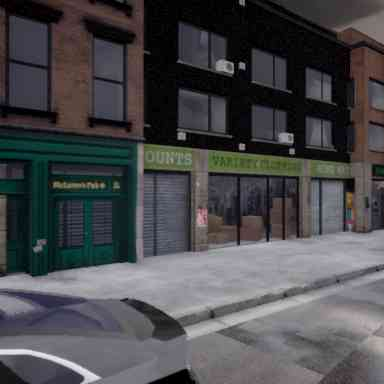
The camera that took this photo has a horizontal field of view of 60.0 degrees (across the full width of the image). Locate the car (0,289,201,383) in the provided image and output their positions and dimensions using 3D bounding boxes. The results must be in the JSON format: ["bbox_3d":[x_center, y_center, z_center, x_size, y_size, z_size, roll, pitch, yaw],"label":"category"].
[{"bbox_3d":[-2.202,1.491,1.809,4.902,1.511,2.128,0,0,-35],"label":"car"}]
